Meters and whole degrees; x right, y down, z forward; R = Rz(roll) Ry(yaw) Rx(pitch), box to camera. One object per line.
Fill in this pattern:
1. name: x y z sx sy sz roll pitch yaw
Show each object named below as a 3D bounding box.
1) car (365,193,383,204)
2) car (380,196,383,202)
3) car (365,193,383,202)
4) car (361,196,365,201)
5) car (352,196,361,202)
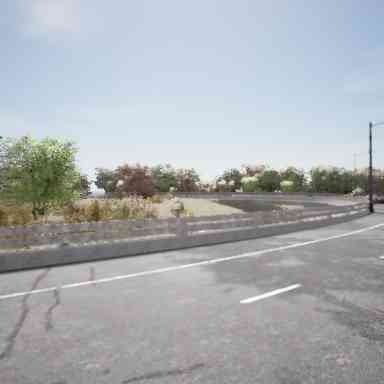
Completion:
1. car: 37.927 1.580 68.427 2.097 1.767 4.553 0 0 13
2. car: 46.767 1.615 78.390 2.033 1.411 5.357 0 0 5
3. car: 43.298 1.317 78.872 2.150 2.045 5.566 0 0 5
4. car: 38.419 1.755 70.818 2.128 1.511 4.902 0 0 10
5. car: 39.825 1.660 79.292 1.994 1.385 4.181 0 0 5
